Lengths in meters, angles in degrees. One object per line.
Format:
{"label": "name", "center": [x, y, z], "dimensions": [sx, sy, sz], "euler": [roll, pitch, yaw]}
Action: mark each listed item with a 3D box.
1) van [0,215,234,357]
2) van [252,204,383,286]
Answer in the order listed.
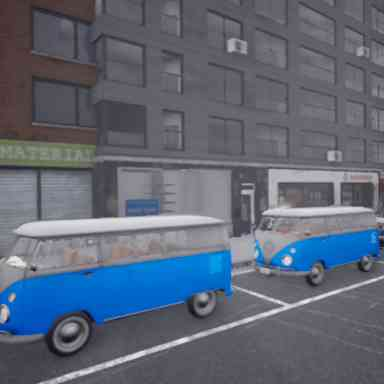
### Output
{"label": "van", "center": [-1.138, 1.331, 5.733], "dimensions": [3.998, 1.788, 1.690], "euler": [0, 0, -35]}
{"label": "van", "center": [3.410, 1.307, 8.976], "dimensions": [3.998, 1.788, 1.690], "euler": [0, 0, -35]}
